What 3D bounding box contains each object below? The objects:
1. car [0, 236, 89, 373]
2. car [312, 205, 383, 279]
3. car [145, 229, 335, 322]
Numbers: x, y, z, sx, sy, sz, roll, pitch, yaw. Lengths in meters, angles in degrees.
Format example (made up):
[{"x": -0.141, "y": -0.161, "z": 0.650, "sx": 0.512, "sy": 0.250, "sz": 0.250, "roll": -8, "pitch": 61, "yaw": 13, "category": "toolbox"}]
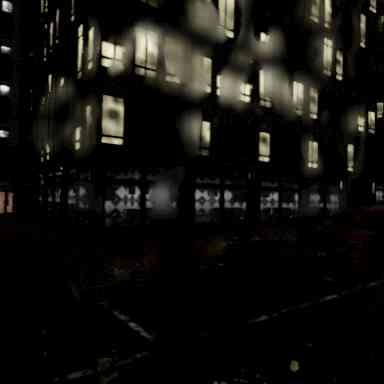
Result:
[{"x": -3.518, "y": 1.433, "z": 4.039, "sx": 4.097, "sy": 1.590, "sz": 1.967, "roll": 0, "pitch": 1, "yaw": -35, "category": "car"}, {"x": 5.583, "y": 1.379, "z": 10.483, "sx": 5.009, "sy": 1.841, "sz": 2.192, "roll": 0, "pitch": 1, "yaw": -35, "category": "car"}, {"x": 1.029, "y": 1.610, "z": 7.264, "sx": 4.206, "sy": 1.307, "sz": 1.802, "roll": 0, "pitch": 1, "yaw": -35, "category": "car"}]
